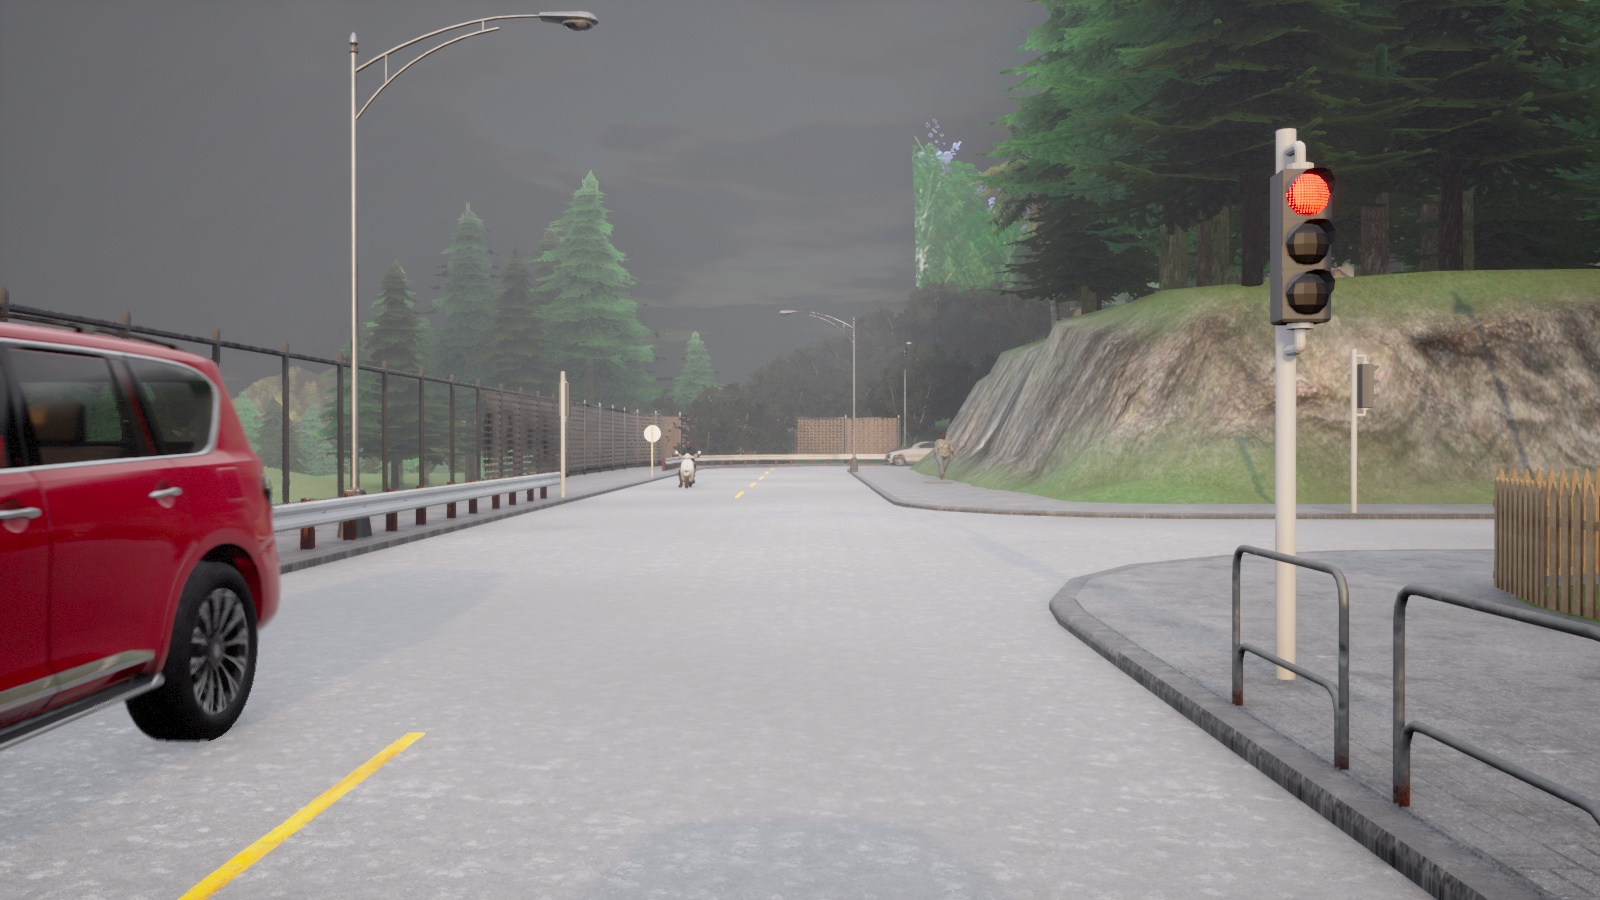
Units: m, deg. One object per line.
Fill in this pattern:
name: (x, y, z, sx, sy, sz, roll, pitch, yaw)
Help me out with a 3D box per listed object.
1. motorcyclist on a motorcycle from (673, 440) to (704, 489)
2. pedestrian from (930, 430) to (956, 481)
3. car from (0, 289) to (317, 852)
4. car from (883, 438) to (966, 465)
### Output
motorcyclist on a motorcycle: (-3.707, 0.461, 41.817, 0.866, 1.590, 1.817, 0, 0, 0)
pedestrian: (5.310, 0.197, 46.663, 0.874, 1.855, 0.900, 0, 0, -1)
car: (-3.979, 0.435, 4.765, 2.150, 2.045, 5.566, 0, 0, 0)
car: (7.891, 0.081, 79.887, 5.027, 1.651, 2.152, 0, 0, -1)
